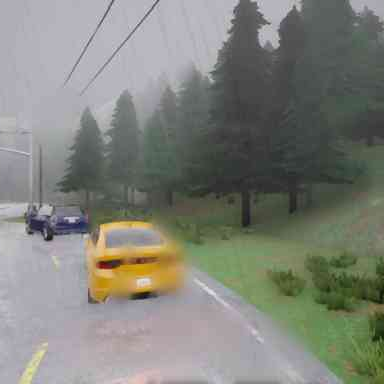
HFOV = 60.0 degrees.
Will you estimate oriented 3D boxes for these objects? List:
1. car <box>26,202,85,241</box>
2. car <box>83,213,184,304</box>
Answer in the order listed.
[{"bbox_3d":[-6.917,1.352,17.024,2.097,1.767,4.553,0,0,-40],"label":"car"},{"bbox_3d":[-1.659,1.478,8.369,1.882,1.535,5.008,0,0,-18],"label":"car"}]
